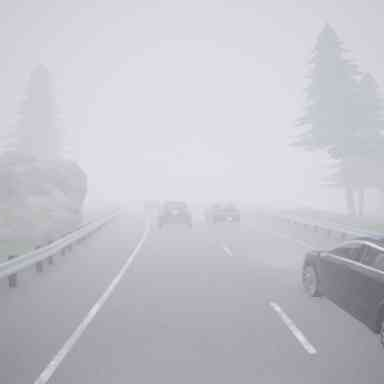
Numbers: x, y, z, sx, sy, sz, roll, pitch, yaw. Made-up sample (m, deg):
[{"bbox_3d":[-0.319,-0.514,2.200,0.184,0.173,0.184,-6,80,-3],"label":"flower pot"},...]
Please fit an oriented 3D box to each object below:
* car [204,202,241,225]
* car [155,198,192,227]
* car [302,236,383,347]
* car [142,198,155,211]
[{"bbox_3d":[2.101,1.495,23.856,2.128,1.511,4.902,0,0,-8],"label":"car"},{"bbox_3d":[-1.289,1.361,22.802,2.097,1.767,4.553,0,0,-7],"label":"car"},{"bbox_3d":[3.446,1.488,5.632,2.128,1.511,4.902,0,0,-1],"label":"car"},{"bbox_3d":[-4.847,1.511,40.214,2.128,1.511,4.902,0,0,-15],"label":"car"}]
